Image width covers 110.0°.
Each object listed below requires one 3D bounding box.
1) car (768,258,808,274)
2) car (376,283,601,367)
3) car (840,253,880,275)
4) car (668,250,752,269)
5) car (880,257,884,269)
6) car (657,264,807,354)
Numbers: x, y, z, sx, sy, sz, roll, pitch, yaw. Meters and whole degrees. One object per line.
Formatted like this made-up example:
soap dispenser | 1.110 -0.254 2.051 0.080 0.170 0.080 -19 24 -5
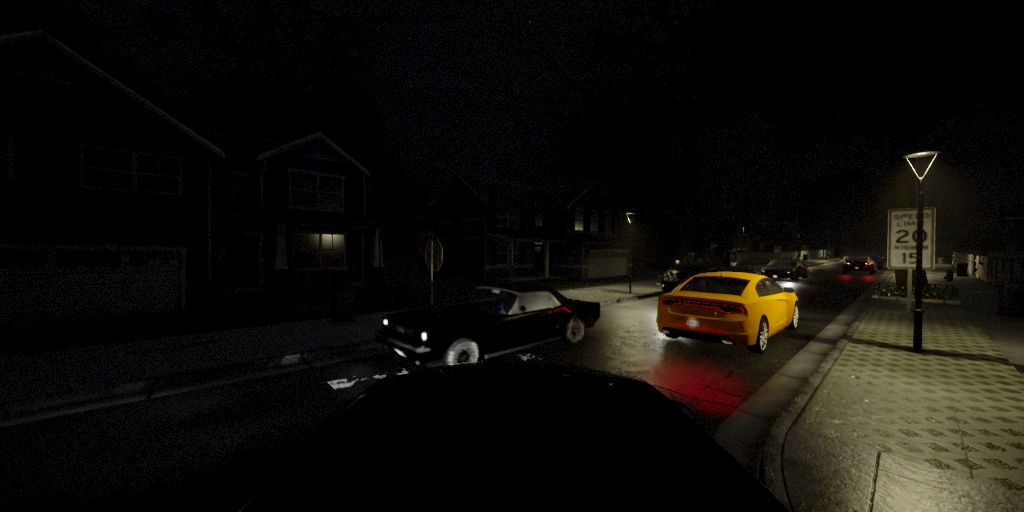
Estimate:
car | 18.636 0.875 24.434 5.357 1.411 2.033 -1 1 -41
car | -0.236 1.275 7.465 4.718 1.301 1.895 -1 1 -42
car | 28.967 0.710 29.835 4.674 1.442 1.812 -1 2 -41
car | 8.582 0.744 15.390 5.566 2.045 2.150 -1 1 -42
car | 36.605 0.478 36.756 5.008 1.535 1.882 -1 2 -41
car | 5.385 1.125 8.685 5.008 1.535 1.882 -1 1 -42
